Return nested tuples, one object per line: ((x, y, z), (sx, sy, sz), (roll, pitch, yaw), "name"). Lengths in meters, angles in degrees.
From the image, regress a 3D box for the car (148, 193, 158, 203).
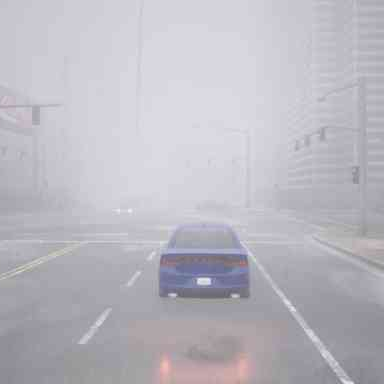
((-8.287, 1.221, 68.720), (2.150, 2.045, 5.566), (0, 0, 2), "car")

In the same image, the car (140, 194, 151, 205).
((-8.744, 1.526, 57.359), (1.812, 1.442, 4.674), (0, 0, 2), "car")

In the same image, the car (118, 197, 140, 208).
((-9.081, 1.505, 47.323), (1.837, 1.490, 4.892), (0, 0, 2), "car")

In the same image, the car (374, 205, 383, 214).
((20.432, 1.601, 32.351), (4.718, 1.301, 1.895), (0, 0, 2), "car")

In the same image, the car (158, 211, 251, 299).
((0.313, 1.478, 8.538), (1.882, 1.535, 5.008), (0, 0, 2), "car")

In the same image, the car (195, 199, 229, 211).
((2.174, 1.526, 36.921), (1.812, 1.442, 4.674), (-1, 1, -36), "car")
